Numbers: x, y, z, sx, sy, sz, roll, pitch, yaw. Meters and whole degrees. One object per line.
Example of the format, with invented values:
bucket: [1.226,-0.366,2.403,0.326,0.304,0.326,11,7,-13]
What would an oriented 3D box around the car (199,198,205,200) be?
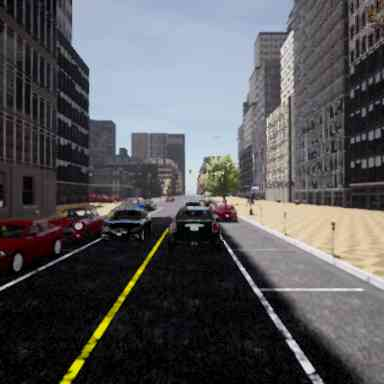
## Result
car: [0.093,1.637,31.603,1.837,1.490,4.892,0,0,0]

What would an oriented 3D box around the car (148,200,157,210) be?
car: [-5.694,1.750,43.983,1.947,1.339,4.313,0,0,0]

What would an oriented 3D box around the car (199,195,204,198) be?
car: [2.679,1.894,87.723,1.752,1.417,4.829,0,0,0]

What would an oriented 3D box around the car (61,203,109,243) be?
car: [-5.689,1.509,16.288,1.967,1.590,4.097,0,0,0]

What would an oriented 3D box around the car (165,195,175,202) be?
car: [-5.700,1.682,87.550,2.192,1.841,5.009,0,0,0]

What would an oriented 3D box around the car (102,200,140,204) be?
car: [-5.691,1.640,27.195,1.752,1.417,4.829,0,0,0]

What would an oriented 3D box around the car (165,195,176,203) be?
car: [-5.700,1.926,81.998,1.802,1.307,4.206,0,0,0]

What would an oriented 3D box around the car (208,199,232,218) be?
car: [2.689,1.578,32.907,1.967,1.590,4.097,0,0,0]

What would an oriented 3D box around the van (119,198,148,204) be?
van: [-5.691,1.479,32.905,1.690,1.788,3.998,0,0,0]

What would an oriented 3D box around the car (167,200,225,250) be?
car: [0.093,1.413,14.654,2.097,1.767,4.553,0,0,0]

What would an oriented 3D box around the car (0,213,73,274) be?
car: [-5.689,1.590,10.748,1.887,1.381,4.507,0,0,0]

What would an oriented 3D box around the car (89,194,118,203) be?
car: [-17.158,1.362,62.626,5.009,1.841,2.192,1,-1,-1]

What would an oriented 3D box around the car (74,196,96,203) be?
car: [-22.825,1.636,70.921,4.206,1.307,1.802,1,-1,-1]

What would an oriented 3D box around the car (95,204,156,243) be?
car: [-3.103,1.575,16.571,1.837,1.490,4.892,0,0,0]

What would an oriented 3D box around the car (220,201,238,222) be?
car: [2.689,1.660,27.367,1.887,1.381,4.507,0,0,0]

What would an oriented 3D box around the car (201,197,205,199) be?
car: [2.685,1.774,49.524,1.947,1.339,4.313,0,0,0]

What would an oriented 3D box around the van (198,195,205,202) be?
van: [2.679,1.732,93.105,1.690,1.788,3.998,0,0,0]
